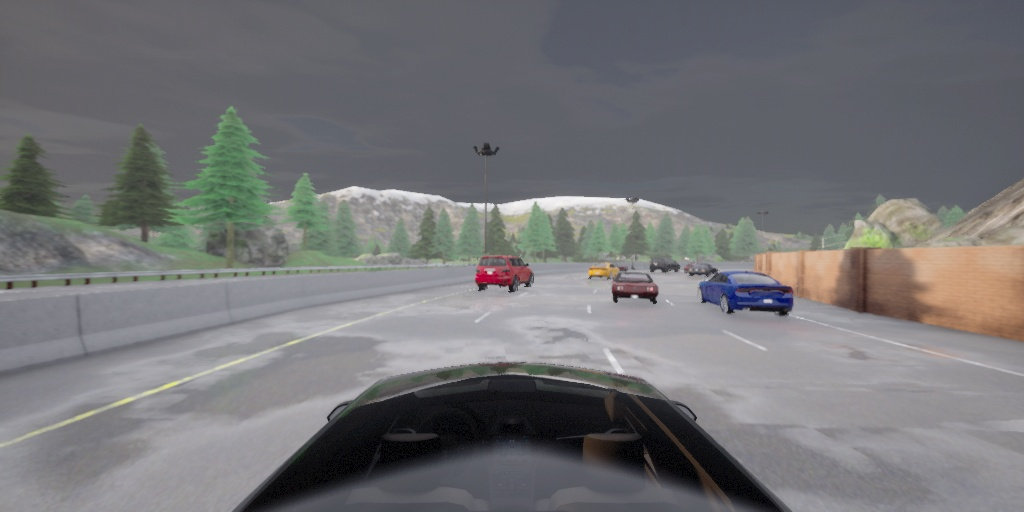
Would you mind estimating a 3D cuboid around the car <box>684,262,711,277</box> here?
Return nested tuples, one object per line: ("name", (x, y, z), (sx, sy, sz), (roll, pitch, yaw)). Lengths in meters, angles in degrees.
("car", (20.986, 1.541, 39.188), (2.033, 1.411, 5.357), (0, 0, 43))

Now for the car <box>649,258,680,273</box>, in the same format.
("car", (20.827, 1.233, 48.921), (5.566, 2.045, 2.150), (0, 0, -43))

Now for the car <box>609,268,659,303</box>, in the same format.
("car", (5.820, 1.428, 17.293), (1.895, 1.301, 4.718), (0, 0, 16))

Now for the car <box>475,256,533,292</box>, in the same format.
("car", (-0.340, 1.005, 21.739), (2.150, 2.045, 5.566), (0, 0, 18))

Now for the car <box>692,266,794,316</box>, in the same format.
("car", (8.857, 1.324, 14.047), (1.882, 1.535, 5.008), (0, 0, 13))

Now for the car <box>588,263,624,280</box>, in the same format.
("car", (8.624, 1.357, 33.344), (1.882, 1.535, 5.008), (0, -1, 30))

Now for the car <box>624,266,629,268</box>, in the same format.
("car", (13.196, 1.541, 45.737), (1.895, 1.301, 4.718), (0, 0, 41))
